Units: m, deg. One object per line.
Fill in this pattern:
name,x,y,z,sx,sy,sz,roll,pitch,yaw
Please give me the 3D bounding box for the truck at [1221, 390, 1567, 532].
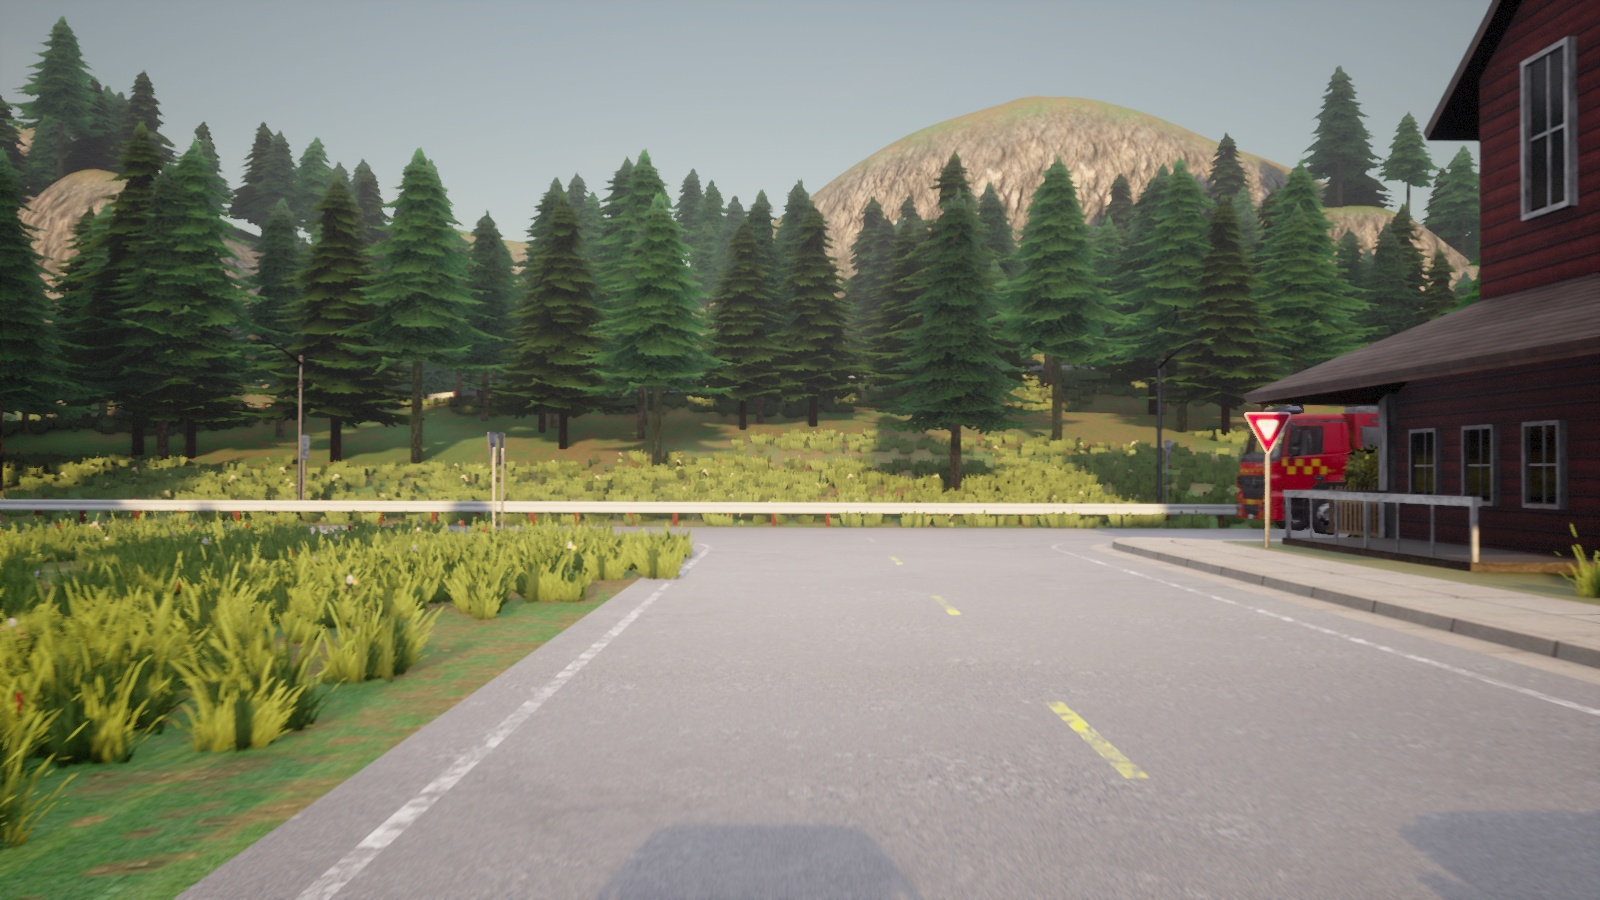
truck,16.734,0.323,35.826,8.468,3.827,2.891,0,-1,0
